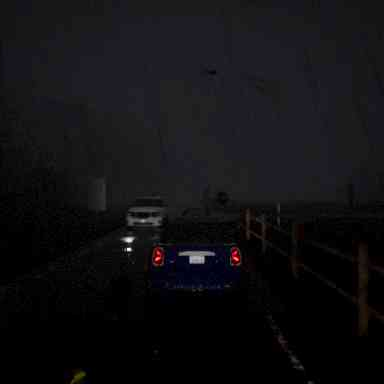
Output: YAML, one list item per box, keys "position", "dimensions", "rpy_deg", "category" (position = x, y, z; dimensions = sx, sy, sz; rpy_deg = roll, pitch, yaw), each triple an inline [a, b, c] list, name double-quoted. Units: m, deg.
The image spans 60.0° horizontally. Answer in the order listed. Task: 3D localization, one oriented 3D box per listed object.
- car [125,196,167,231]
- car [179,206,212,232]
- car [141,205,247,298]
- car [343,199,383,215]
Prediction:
- position: [-2.750, 1.287, 21.379]
  dimensions: [2.150, 2.045, 5.566]
  rpy_deg: [0, 0, 0]
  category: "car"
- position: [0.366, 1.670, 21.637]
  dimensions: [1.895, 1.301, 4.718]
  rpy_deg: [0, 0, 4]
  category: "car"
- position: [0.099, 1.382, 8.786]
  dimensions: [2.097, 1.767, 4.553]
  rpy_deg: [0, 0, 0]
  category: "car"
- position: [18.094, 1.510, 34.115]
  dimensions: [5.008, 1.535, 1.882]
  rpy_deg: [0, -1, -1]
  category: "car"
